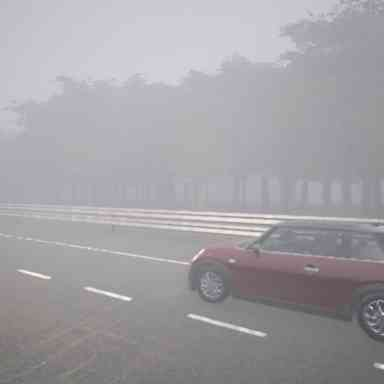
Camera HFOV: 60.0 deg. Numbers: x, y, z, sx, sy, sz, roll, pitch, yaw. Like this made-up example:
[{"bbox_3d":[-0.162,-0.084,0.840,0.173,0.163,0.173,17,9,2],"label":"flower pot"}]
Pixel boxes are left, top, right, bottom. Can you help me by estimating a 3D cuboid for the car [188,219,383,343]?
[{"bbox_3d":[2.112,1.352,6.662,4.553,1.767,2.097,0,0,36],"label":"car"}]
